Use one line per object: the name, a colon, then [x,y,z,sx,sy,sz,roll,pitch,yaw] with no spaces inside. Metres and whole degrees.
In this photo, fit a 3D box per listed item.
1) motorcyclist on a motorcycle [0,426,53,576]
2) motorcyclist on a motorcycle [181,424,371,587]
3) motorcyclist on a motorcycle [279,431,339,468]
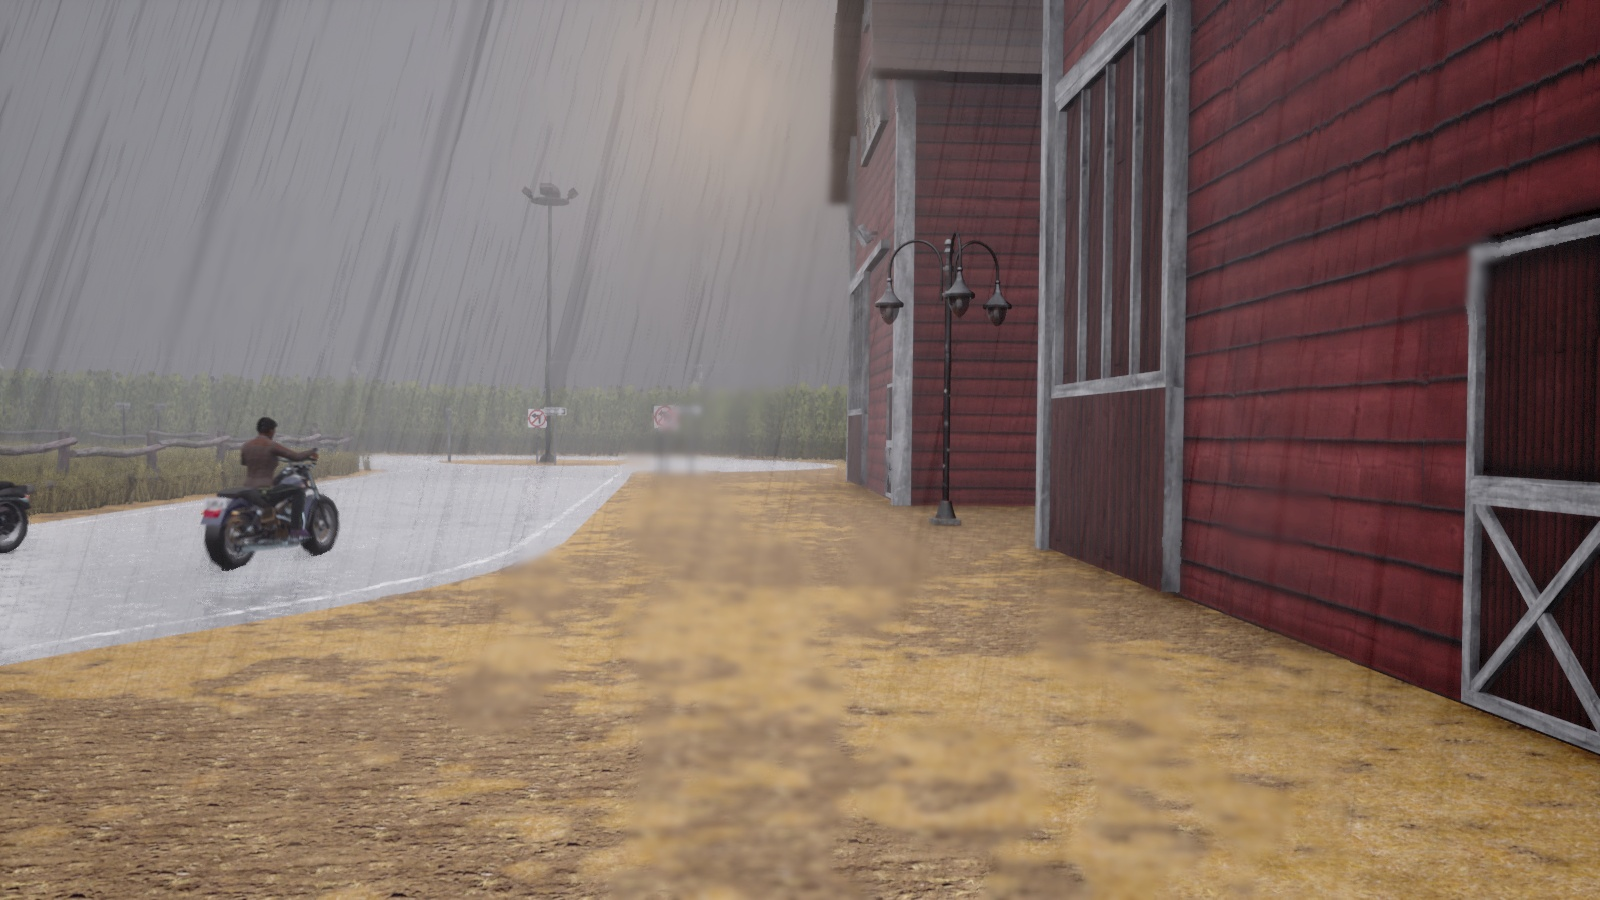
motorcyclist on a motorcycle: [-9.295,0.578,13.541,0.766,1.649,2.350,-1,1,9]
motorcyclist on a motorcycle: [-5.738,0.551,13.940,0.766,1.649,2.350,-1,1,10]
motorcyclist on a motorcycle: [-22.167,-0.028,56.704,2.350,1.649,0.766,-1,0,-39]
